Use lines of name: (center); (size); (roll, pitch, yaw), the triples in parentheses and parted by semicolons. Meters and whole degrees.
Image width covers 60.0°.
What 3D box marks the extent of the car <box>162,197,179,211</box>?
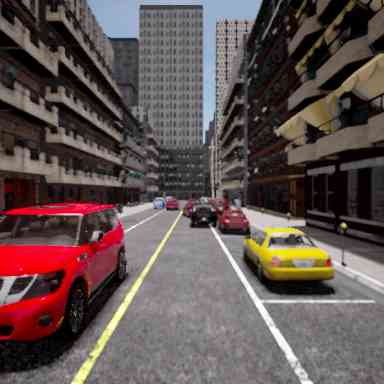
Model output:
car: (-2.830, 1.939, 48.969); (1.882, 1.535, 5.008); (0, 0, 0)

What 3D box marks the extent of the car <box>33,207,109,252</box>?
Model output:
car: (-5.324, 1.586, 15.283); (1.967, 1.590, 4.097); (-1, -1, 0)

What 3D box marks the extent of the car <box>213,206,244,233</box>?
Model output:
car: (2.558, 1.781, 20.851); (1.802, 1.307, 4.206); (-1, -1, 0)

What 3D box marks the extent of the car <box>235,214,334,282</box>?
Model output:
car: (2.557, 1.621, 9.924); (1.752, 1.417, 4.829); (-1, -1, 0)

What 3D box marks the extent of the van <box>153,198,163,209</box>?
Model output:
van: (-5.324, 1.851, 54.127); (1.690, 1.788, 3.998); (-1, -1, 0)

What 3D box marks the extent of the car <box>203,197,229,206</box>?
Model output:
car: (2.555, 1.618, 31.951); (2.192, 1.841, 5.009); (-1, -1, 0)

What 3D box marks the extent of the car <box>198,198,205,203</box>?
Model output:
car: (2.559, 2.411, 92.986); (1.887, 1.381, 4.507); (-1, -1, 0)

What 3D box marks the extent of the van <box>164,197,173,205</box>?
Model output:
van: (-5.324, 2.056, 76.322); (1.690, 1.788, 3.998); (-1, -1, 0)

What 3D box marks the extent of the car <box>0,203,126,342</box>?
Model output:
car: (-2.850, 1.289, 6.956); (2.150, 2.045, 5.566); (0, -1, 0)

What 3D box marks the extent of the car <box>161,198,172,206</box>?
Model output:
car: (-5.323, 2.104, 70.773); (1.967, 1.590, 4.097); (-1, -1, 0)

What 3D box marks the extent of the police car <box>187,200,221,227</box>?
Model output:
police car: (0.826, 1.665, 25.205); (1.930, 1.638, 5.238); (0, -1, 0)

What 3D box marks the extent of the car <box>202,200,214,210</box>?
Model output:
car: (2.558, 2.037, 54.314); (1.752, 1.417, 4.829); (-1, -1, 0)

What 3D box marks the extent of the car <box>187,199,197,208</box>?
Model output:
car: (0.002, 2.044, 60.238); (1.882, 1.535, 5.008); (0, -1, 0)

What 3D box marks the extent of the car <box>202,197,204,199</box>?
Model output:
car: (2.555, 1.670, 37.500); (2.192, 1.841, 5.009); (-1, -1, 0)

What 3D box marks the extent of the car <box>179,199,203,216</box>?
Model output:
car: (0.226, 1.808, 34.892); (1.882, 1.535, 5.008); (0, -1, -11)

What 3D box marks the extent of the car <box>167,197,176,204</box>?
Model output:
car: (-5.324, 2.131, 87.420); (2.192, 1.841, 5.009); (-1, -1, 0)

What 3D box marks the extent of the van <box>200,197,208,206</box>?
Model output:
van: (2.556, 2.005, 70.793); (1.690, 1.788, 3.998); (-1, -1, 0)

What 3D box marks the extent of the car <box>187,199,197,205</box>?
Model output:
car: (0.002, 2.239, 74.778); (1.994, 1.385, 4.181); (0, -1, 0)
